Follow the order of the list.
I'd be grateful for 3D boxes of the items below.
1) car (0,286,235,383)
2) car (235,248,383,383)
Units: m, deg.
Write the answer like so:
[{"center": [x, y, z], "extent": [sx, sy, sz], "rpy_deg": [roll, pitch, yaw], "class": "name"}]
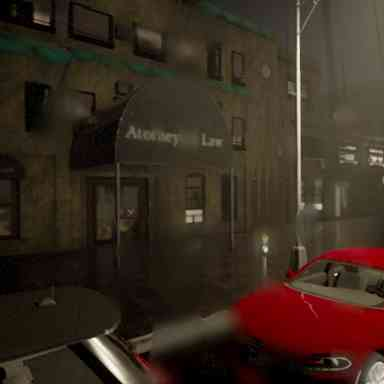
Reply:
[{"center": [-1.997, 1.441, 1.479], "extent": [4.097, 1.590, 1.967], "rpy_deg": [0, -1, -36], "class": "car"}, {"center": [2.470, 1.543, 4.770], "extent": [4.507, 1.381, 1.887], "rpy_deg": [0, 0, -36], "class": "car"}]
